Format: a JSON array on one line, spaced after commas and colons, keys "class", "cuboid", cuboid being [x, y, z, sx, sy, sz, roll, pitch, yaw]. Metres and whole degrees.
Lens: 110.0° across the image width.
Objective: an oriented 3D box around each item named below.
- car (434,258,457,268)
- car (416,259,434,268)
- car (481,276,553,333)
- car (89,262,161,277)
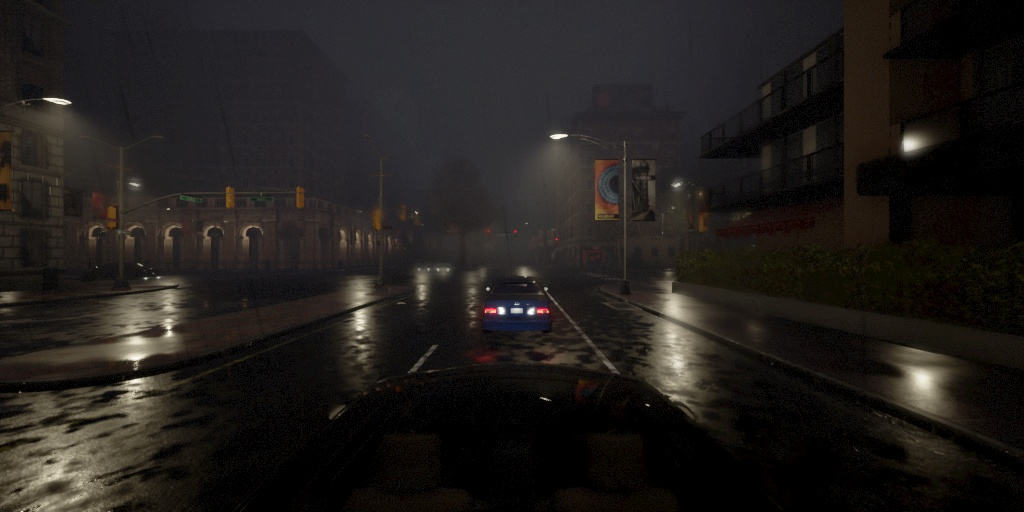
[{"class": "car", "cuboid": [-11.060, 1.102, 59.654, 2.097, 1.767, 4.553, 0, 0, 1]}, {"class": "car", "cuboid": [-14.527, 1.228, 61.723, 1.882, 1.535, 5.008, 0, 0, 1]}, {"class": "car", "cuboid": [0.145, 1.297, 10.705, 2.033, 1.411, 5.357, 0, 0, 1]}, {"class": "car", "cuboid": [-37.191, 1.297, 34.525, 5.357, 1.411, 2.033, 0, 0, 0]}]
